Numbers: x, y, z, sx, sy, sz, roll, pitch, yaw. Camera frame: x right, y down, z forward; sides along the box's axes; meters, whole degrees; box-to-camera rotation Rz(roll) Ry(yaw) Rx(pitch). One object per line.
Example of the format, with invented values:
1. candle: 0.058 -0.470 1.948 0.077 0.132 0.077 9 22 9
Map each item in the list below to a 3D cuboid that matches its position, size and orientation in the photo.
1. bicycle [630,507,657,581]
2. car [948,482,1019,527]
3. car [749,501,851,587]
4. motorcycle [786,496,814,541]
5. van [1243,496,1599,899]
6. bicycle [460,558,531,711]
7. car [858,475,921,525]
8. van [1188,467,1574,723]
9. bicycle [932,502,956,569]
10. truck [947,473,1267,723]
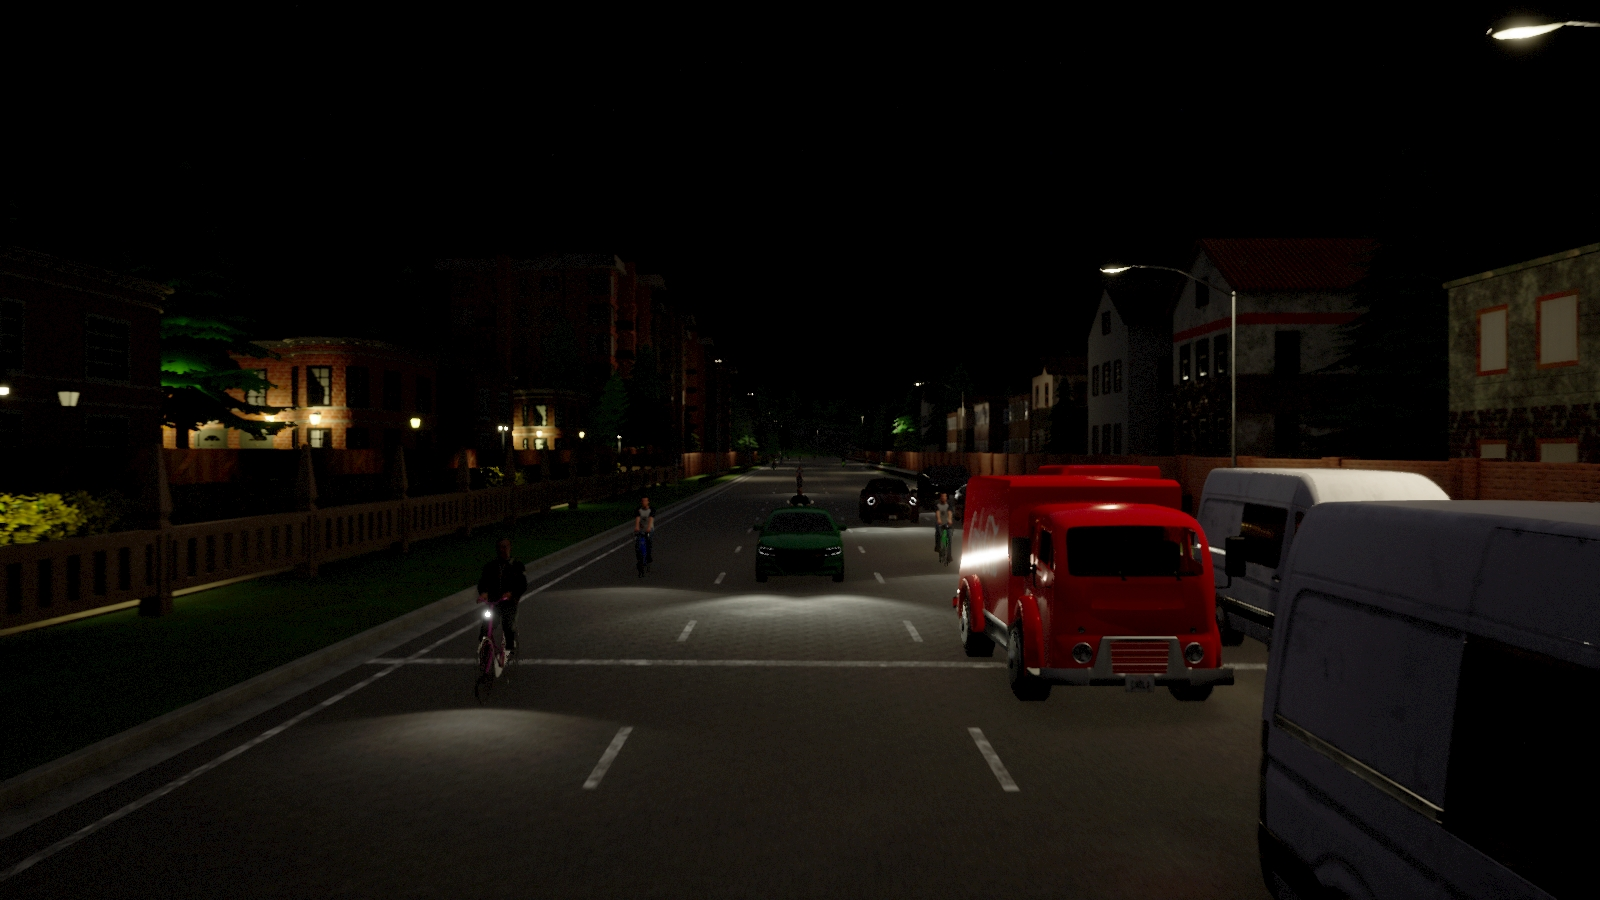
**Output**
1. bicycle: -3.472 2.068 25.464 0.373 1.496 1.643 0 0 0
2. car: 6.995 2.061 43.906 2.007 1.525 4.514 0 0 0
3. car: -0.001 2.047 25.952 2.097 1.535 5.006 0 0 0
4. motorcycle: -0.003 2.159 36.322 0.856 1.316 1.805 0 0 0
5. van: 3.504 1.537 3.519 1.988 2.561 5.915 0 0 0
6. bicycle: -3.494 2.067 13.199 0.329 1.471 1.835 0 0 0
7. car: 3.477 1.927 45.014 2.097 1.767 4.553 0 0 0
8. van: 7.002 1.542 14.755 1.988 2.561 5.915 0 0 0
9. bicycle: 3.514 2.069 27.903 0.373 1.496 1.643 0 0 0
10. truck: 3.499 1.574 14.367 2.627 2.467 5.204 0 0 0
